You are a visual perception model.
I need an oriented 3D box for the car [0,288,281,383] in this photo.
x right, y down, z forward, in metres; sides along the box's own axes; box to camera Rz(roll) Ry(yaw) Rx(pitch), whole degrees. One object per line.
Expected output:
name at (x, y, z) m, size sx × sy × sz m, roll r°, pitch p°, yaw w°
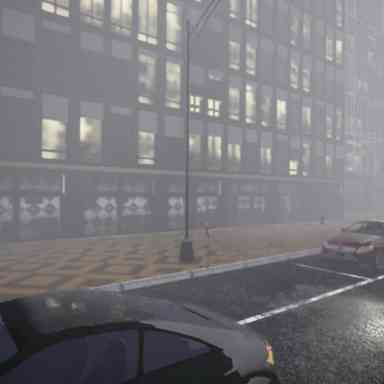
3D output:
car at (-1.227, 1.575, 2.478) m, size 4.181 × 1.385 × 1.994 m, roll 0°, pitch 0°, yaw -36°

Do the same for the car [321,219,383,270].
car at (6.045, 1.586, 11.016) m, size 4.206 × 1.307 × 1.802 m, roll 0°, pitch 1°, yaw -36°
